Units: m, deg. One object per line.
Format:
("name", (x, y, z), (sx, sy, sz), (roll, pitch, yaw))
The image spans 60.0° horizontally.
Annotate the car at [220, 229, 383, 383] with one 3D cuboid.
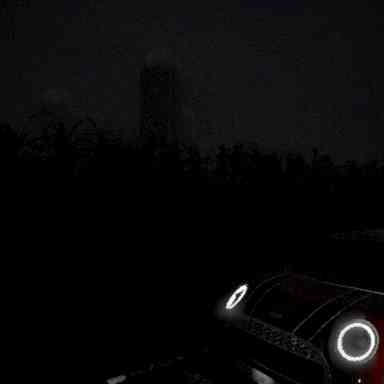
("car", (2.573, 1.385, 4.784), (4.553, 1.767, 2.097), (0, 0, -36))
